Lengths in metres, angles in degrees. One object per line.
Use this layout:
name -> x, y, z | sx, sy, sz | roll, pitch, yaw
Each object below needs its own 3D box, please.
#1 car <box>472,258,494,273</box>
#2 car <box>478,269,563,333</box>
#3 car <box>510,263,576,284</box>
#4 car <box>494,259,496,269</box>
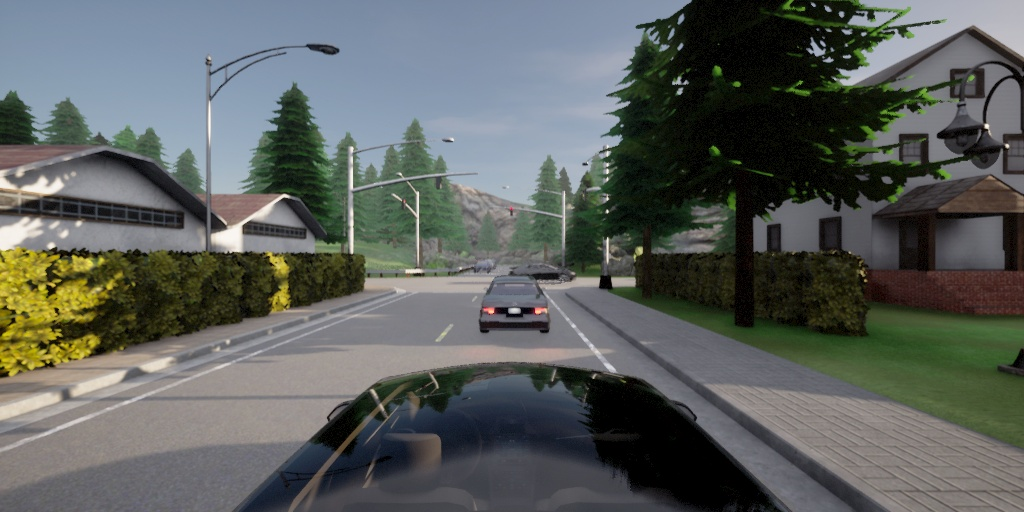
car -> -3.573, 1.272, 43.610 | 1.812, 1.442, 4.674 | 0, 0, 0
car -> 0.075, 1.297, 10.692 | 2.033, 1.411, 5.357 | 0, 0, 0
car -> 2.205, 1.232, 26.163 | 4.902, 1.511, 2.128 | 0, 0, 0
car -> -3.568, 1.271, 53.627 | 1.812, 1.442, 4.674 | 0, 0, 0
